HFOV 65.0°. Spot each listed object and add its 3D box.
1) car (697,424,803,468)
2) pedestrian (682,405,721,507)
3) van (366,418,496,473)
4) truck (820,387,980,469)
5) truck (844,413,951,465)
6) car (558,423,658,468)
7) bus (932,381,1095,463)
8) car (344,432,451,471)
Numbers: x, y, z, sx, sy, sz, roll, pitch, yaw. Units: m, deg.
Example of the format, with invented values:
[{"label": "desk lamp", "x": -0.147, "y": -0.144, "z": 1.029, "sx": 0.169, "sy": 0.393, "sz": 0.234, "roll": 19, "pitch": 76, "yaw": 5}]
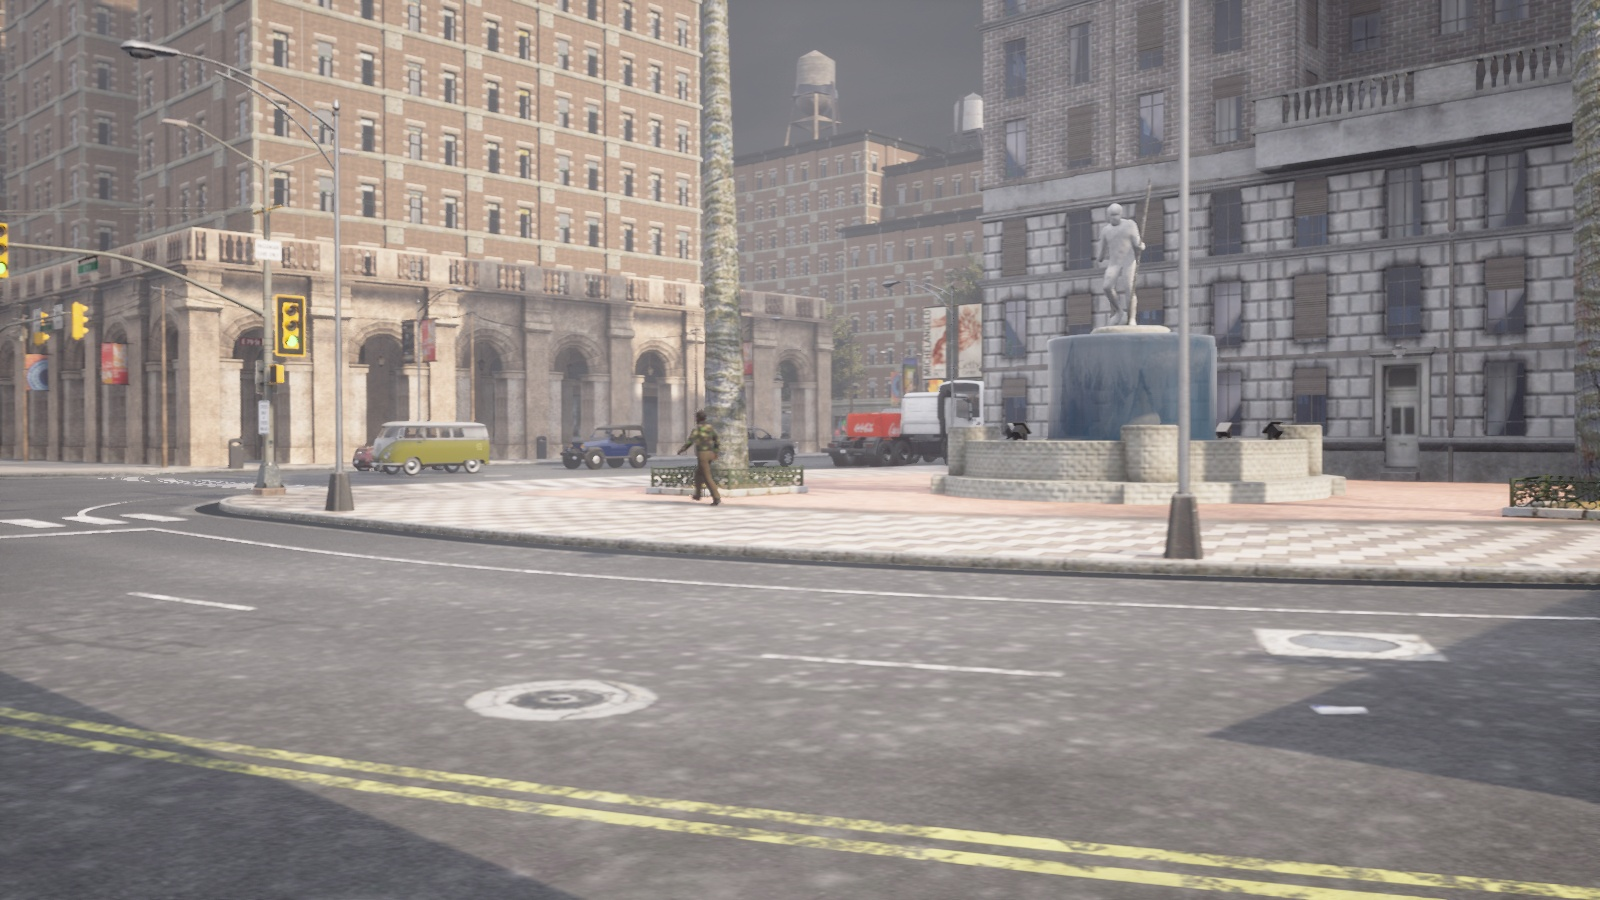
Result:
[{"label": "car", "x": -2.153, "y": -0.185, "z": 55.007, "sx": 1.932, "sy": 1.855, "sz": 4.605, "roll": 1, "pitch": 1, "yaw": 43}, {"label": "pedestrian", "x": -1.901, "y": 0.115, "z": 24.204, "sx": 0.692, "sy": 1.930, "sz": 0.395, "roll": 1, "pitch": 1, "yaw": 43}, {"label": "van", "x": -13.932, "y": -0.188, "z": 47.642, "sx": 1.775, "sy": 1.987, "sz": 4.442, "roll": 1, "pitch": 1, "yaw": 44}, {"label": "truck", "x": 4.672, "y": -0.988, "z": 57.130, "sx": 2.891, "sy": 3.462, "sz": 7.936, "roll": 1, "pitch": 1, "yaw": 43}, {"label": "truck", "x": 4.891, "y": -0.571, "z": 62.474, "sx": 2.627, "sy": 2.467, "sz": 5.204, "roll": 1, "pitch": 1, "yaw": 43}, {"label": "car", "x": -8.183, "y": -0.212, "z": 53.726, "sx": 1.905, "sy": 1.878, "sz": 3.866, "roll": 1, "pitch": 1, "yaw": 44}, {"label": "bus", "x": 12.098, "y": -1.547, "z": 70.223, "sx": 3.944, "sy": 4.253, "sz": 10.273, "roll": 1, "pitch": 1, "yaw": 43}, {"label": "car", "x": -16.134, "y": 0.022, "z": 50.441, "sx": 1.845, "sy": 1.501, "sz": 3.633, "roll": 1, "pitch": 1, "yaw": 43}]
